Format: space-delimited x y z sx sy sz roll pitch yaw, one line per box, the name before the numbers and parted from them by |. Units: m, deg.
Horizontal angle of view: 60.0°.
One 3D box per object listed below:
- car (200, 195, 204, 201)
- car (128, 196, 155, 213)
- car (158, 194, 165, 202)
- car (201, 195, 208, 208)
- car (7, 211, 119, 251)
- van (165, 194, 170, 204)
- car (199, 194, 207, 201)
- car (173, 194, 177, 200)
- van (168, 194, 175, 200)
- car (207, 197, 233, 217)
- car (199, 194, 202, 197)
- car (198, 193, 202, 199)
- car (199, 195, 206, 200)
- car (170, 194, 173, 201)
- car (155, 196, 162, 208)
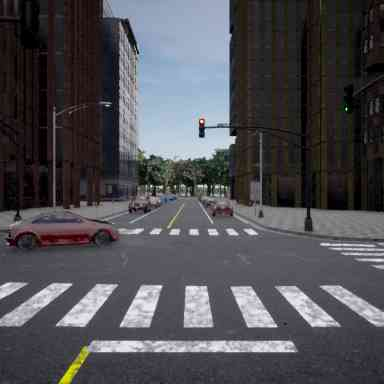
car | 2.774 1.557 53.476 1.887 1.381 4.507 0 0 0
car | -5.755 1.321 37.165 2.192 1.841 5.009 0 0 0
car | -5.751 1.538 53.308 1.752 1.417 4.829 0 0 0
car | 2.773 1.561 48.038 2.008 1.369 4.403 0 0 0
car | -5.149 1.490 13.552 4.181 1.385 1.994 1 0 -26
van | -5.749 1.359 64.353 1.690 1.788 3.998 0 0 0
car | 2.775 1.560 58.914 1.887 1.381 4.507 0 0 0
car | -5.744 1.598 86.103 1.947 1.339 4.313 0 0 0
van | -5.743 1.377 91.541 1.690 1.788 3.998 0 0 0
car | 2.769 1.445 31.726 1.967 1.590 4.097 0 0 0
car | 2.777 1.543 64.521 1.752 1.417 4.829 0 0 0
car | 2.779 1.550 75.396 1.752 1.417 4.829 0 0 0
car | 2.782 1.562 91.709 1.752 1.417 4.829 0 0 0
car | -5.747 1.572 69.791 2.008 1.369 4.403 0 0 0
car | -5.752 1.592 48.040 1.802 1.307 4.206 0 0 0
